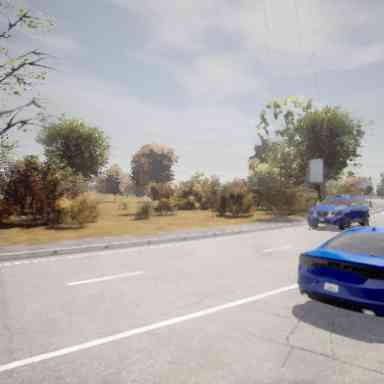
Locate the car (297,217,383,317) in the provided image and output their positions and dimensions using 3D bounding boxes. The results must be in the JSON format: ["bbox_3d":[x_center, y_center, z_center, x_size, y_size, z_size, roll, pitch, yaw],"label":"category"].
[{"bbox_3d":[4.335,1.491,7.252,5.008,1.535,1.882,0,0,-38],"label":"car"}]

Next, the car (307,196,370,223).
[{"bbox_3d":[9.545,1.255,21.393,5.566,2.045,2.150,0,0,-44],"label":"car"}]
